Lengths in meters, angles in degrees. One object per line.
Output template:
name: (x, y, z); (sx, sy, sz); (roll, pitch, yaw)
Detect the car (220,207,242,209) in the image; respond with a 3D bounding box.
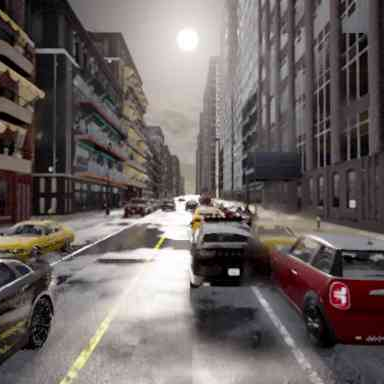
car: (2.700, 1.721, 17.675); (1.802, 1.307, 4.206); (1, 0, 0)

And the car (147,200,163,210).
car: (-5.679, 1.933, 51.586); (1.887, 1.381, 4.507); (1, 0, 0)

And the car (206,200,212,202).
car: (2.701, 1.831, 34.630); (1.947, 1.339, 4.313); (1, 0, 0)

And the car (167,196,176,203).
car: (-5.676, 1.979, 91.146); (2.192, 1.841, 5.009); (1, 0, 0)

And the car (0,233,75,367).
car: (-3.101, 1.520, 3.487); (2.128, 1.511, 4.902); (0, 0, 0)

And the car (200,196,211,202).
car: (2.704, 1.785, 62.888); (2.192, 1.841, 5.009); (1, 0, 0)

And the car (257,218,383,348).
car: (2.703, 1.492, 6.374); (1.967, 1.590, 4.097); (1, 0, 0)

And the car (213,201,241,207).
car: (2.702, 1.622, 23.326); (1.967, 1.590, 4.097); (1, 0, 0)

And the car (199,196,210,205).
car: (2.704, 1.864, 74.190); (2.192, 1.841, 5.009); (1, 0, 0)

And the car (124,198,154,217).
car: (-5.675, 1.579, 34.633); (2.192, 1.841, 5.009); (1, 0, 0)

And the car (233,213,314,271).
car: (2.701, 1.623, 12.194); (1.752, 1.417, 4.829); (1, 0, 0)

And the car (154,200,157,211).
car: (-5.679, 1.830, 40.113); (1.752, 1.417, 4.829); (1, 0, 0)

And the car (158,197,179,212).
car: (-3.094, 1.846, 45.138); (1.837, 1.490, 4.892); (0, 0, 0)

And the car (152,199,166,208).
car: (-5.680, 1.995, 57.236); (1.947, 1.339, 4.313); (1, 0, 0)

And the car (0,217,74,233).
car: (-5.679, 1.619, 11.856); (1.752, 1.417, 4.829); (1, 0, 0)

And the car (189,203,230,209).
car: (0.900, 1.631, 19.486); (1.882, 1.535, 5.008); (0, 0, 0)

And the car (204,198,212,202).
car: (2.701, 1.833, 40.452); (1.752, 1.417, 4.829); (1, 0, 0)

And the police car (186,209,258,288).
police car: (0.877, 1.502, 9.594); (1.930, 1.638, 5.238); (0, 0, 0)

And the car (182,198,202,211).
car: (0.013, 1.917, 46.782); (1.994, 1.385, 4.181); (0, 0, 0)
